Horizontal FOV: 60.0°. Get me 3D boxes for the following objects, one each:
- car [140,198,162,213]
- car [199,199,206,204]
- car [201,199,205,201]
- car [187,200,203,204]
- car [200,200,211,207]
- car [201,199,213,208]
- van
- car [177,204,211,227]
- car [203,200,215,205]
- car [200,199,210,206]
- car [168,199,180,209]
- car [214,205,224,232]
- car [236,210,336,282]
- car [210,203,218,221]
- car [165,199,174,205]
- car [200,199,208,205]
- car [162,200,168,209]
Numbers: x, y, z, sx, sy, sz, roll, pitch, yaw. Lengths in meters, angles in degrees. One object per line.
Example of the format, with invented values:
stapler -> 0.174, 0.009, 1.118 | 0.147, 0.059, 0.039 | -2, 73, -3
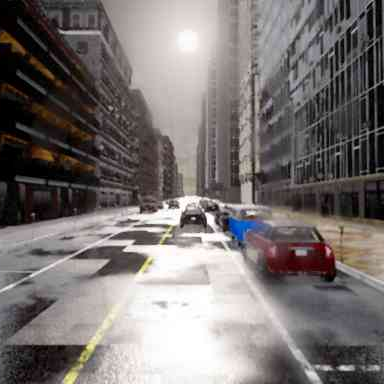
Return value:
car -> -5.657, 1.786, 44.079 | 2.192, 1.841, 5.009 | 1, -1, 0
car -> 2.737, 2.520, 89.278 | 1.802, 1.307, 4.206 | 1, -1, 0
car -> 2.722, 2.074, 49.722 | 1.887, 1.381, 4.507 | 1, -1, 0
car -> 0.117, 2.049, 41.960 | 1.895, 1.301, 4.718 | 0, -1, 0
car -> 2.728, 2.256, 66.675 | 2.008, 1.369, 4.403 | 1, -1, 0
car -> 2.728, 2.086, 61.025 | 1.967, 1.590, 4.097 | 1, -1, 0
van -> 2.711, 1.512, 15.819 | 1.690, 1.788, 3.998 | 1, -1, 0
car -> 0.110, 1.834, 25.037 | 1.994, 1.385, 4.181 | 0, -1, 0
car -> 2.719, 2.036, 44.071 | 1.947, 1.339, 4.313 | 1, -1, 0
car -> 2.731, 2.314, 72.326 | 2.008, 1.369, 4.403 | 1, -1, 0
car -> -3.041, 2.105, 56.614 | 1.837, 1.490, 4.892 | 0, -1, 0
car -> 2.710, 1.798, 21.468 | 1.947, 1.339, 4.313 | 1, -1, 0
car -> 2.708, 1.551, 10.166 | 1.967, 1.590, 4.097 | 1, -1, 0
car -> 2.712, 1.858, 27.119 | 1.947, 1.339, 4.313 | 1, -1, 0
car -> -5.645, 2.405, 83.464 | 1.752, 1.417, 4.829 | 1, -1, 0
car -> 2.732, 2.404, 77.976 | 1.802, 1.307, 4.206 | 1, -1, 0
car -> -5.657, 2.154, 55.378 | 1.947, 1.339, 4.313 | 1, -1, 0
